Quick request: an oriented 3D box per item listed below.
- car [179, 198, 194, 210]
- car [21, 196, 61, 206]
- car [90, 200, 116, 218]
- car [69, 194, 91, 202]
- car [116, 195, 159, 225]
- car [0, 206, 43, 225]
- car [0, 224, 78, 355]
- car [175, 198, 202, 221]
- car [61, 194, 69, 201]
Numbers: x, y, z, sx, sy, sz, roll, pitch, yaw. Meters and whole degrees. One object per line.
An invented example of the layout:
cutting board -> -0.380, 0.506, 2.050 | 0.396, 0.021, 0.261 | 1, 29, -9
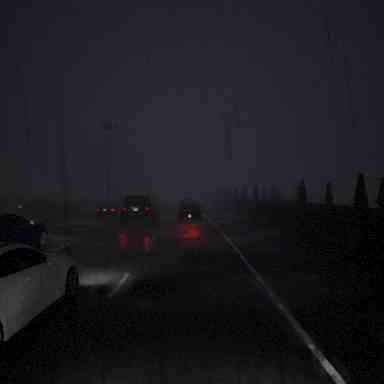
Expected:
car -> -0.693, 1.510, 42.787 | 1.812, 1.442, 4.674 | 0, 0, -2
car -> -14.549, 1.340, 31.533 | 2.097, 1.767, 4.553 | 0, 0, -1
car -> -7.330, 1.536, 30.130 | 2.033, 1.411, 5.357 | 0, 0, -2
car -> -18.698, 1.477, 56.510 | 1.882, 1.535, 5.008 | 0, 0, -2
car -> -3.658, 1.213, 23.849 | 2.150, 2.045, 5.566 | 0, 0, -1
car -> -6.936, 1.473, 11.821 | 1.882, 1.535, 5.008 | 0, 0, 0
car -> -3.403, 1.524, 5.407 | 1.812, 1.442, 4.674 | 0, 0, 0
car -> -0.241, 1.496, 26.798 | 1.837, 1.490, 4.892 | 0, 0, -1
car -> -22.283, 1.070, 59.407 | 1.882, 1.535, 5.008 | 0, 0, -2
